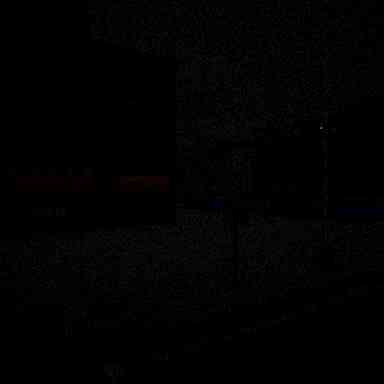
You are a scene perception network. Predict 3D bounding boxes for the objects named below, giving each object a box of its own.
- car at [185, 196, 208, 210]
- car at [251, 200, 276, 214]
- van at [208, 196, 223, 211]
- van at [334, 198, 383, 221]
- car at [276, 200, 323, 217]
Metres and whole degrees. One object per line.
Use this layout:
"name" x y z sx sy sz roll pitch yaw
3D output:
"car" 1.052 1.440 45.208 2.192 1.841 5.009 0 0 -36
"car" 7.421 1.531 36.302 1.967 1.590 4.097 0 0 -36
"van" 4.236 1.449 40.756 1.690 1.788 3.998 0 0 -36
"van" 13.790 1.401 27.394 1.690 1.788 3.998 0 0 -36
"car" 10.606 1.515 31.847 1.967 1.590 4.097 0 0 -36
